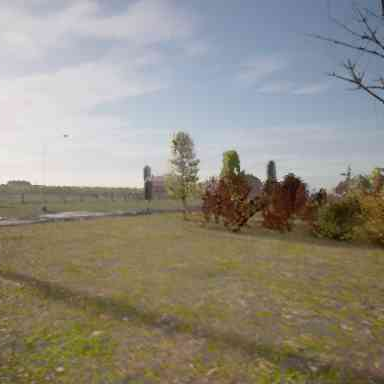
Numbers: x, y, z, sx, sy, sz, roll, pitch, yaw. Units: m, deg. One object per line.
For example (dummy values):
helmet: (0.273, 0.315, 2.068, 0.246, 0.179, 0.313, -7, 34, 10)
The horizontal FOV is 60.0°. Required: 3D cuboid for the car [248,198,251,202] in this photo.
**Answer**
car: (12.037, 1.668, 62.495, 1.812, 1.442, 4.674, 0, -1, 31)
